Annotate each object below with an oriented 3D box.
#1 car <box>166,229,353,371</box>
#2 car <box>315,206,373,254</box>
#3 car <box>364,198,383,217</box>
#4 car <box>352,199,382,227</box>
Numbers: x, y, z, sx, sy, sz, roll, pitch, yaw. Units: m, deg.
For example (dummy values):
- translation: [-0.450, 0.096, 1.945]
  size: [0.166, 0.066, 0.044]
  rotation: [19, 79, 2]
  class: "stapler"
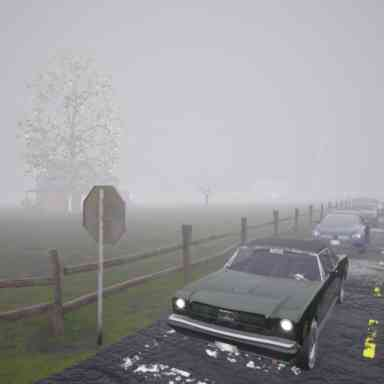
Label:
- translation: [1.559, 1.602, 5.991]
  size: [1.895, 1.301, 4.718]
  rotation: [0, 0, 31]
  class: "car"
- translation: [6.280, 1.528, 13.815]
  size: [1.812, 1.442, 4.674]
  rotation: [0, 0, 31]
  class: "car"
- translation: [17.079, 1.356, 31.676]
  size: [2.097, 1.767, 4.553]
  rotation: [0, 0, 31]
  class: "car"
- translation: [11.891, 1.509, 23.126]
  size: [1.837, 1.490, 4.892]
  rotation: [0, 0, 31]
  class: "car"
